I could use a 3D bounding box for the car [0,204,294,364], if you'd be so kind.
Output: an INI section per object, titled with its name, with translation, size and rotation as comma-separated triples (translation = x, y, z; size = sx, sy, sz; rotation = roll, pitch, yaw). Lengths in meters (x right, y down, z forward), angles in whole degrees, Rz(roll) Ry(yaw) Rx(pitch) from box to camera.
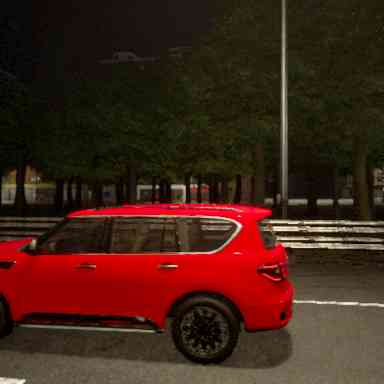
[car]
translation = -1.199, 1.230, 5.574
size = 5.566, 2.045, 2.150
rotation = 0, 0, 8
